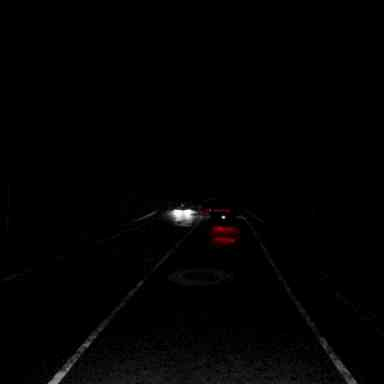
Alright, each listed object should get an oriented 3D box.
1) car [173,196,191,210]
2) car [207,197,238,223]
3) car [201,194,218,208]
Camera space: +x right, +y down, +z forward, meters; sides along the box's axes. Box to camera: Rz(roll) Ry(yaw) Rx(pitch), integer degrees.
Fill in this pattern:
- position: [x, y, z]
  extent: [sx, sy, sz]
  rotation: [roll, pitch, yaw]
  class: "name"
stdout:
- position: [-1.161, 1.212, 38.583]
  extent: [2.128, 1.511, 4.902]
  rotation: [0, 1, -3]
  class: "car"
- position: [2.285, 1.409, 24.467]
  extent: [1.837, 1.490, 4.892]
  rotation: [0, 0, 5]
  class: "car"
- position: [2.306, 1.053, 41.872]
  extent: [2.097, 1.767, 4.553]
  rotation: [0, 1, -4]
  class: "car"
